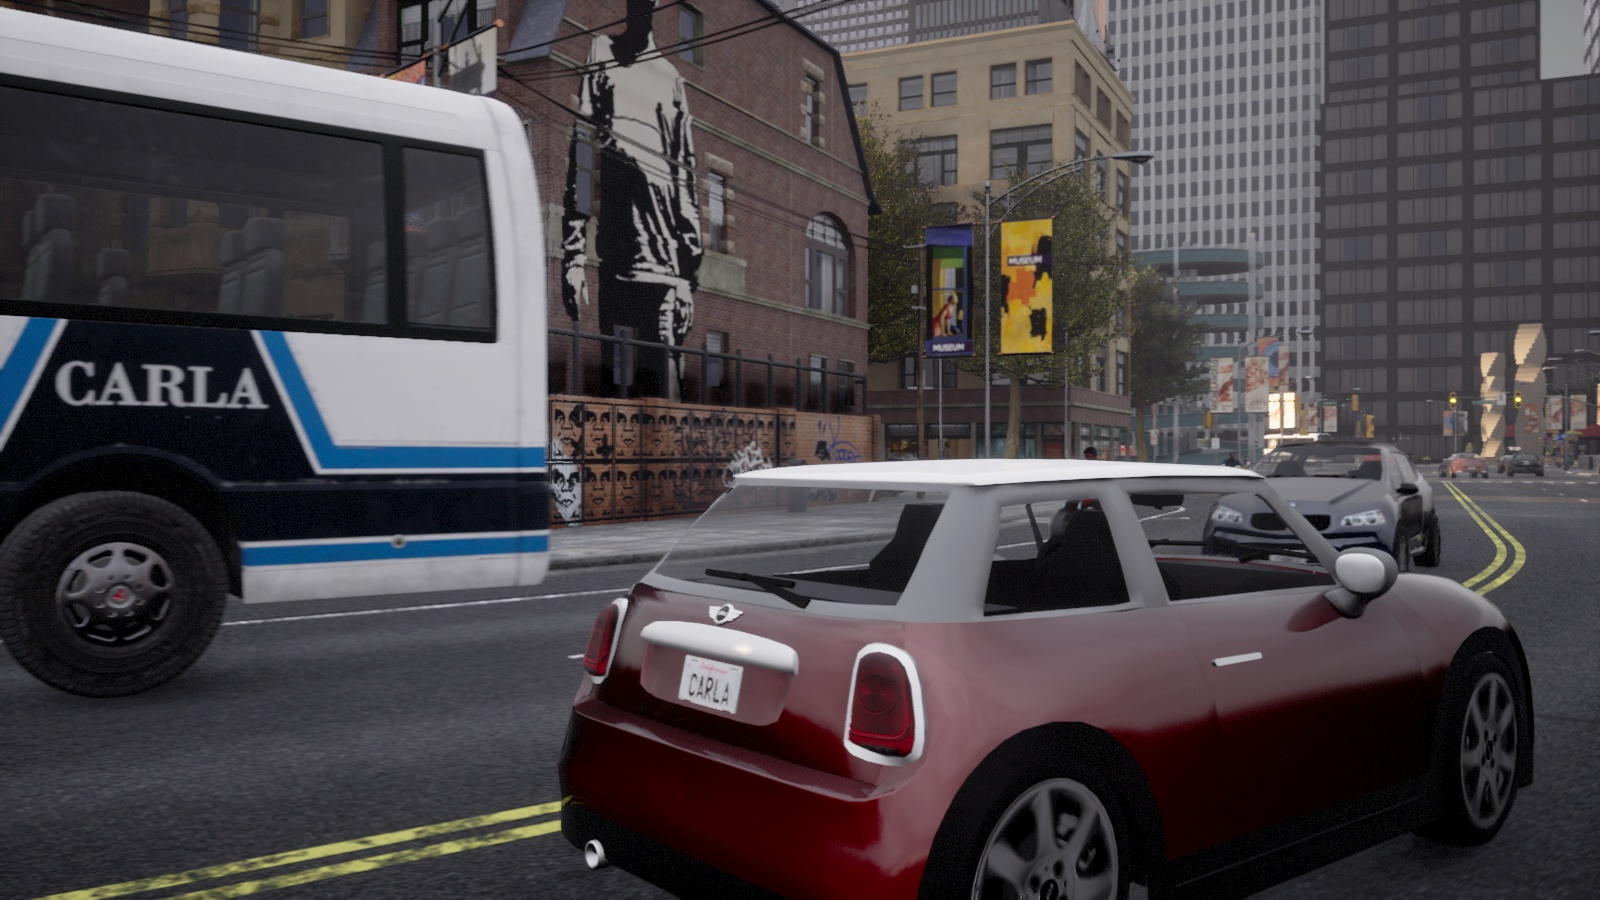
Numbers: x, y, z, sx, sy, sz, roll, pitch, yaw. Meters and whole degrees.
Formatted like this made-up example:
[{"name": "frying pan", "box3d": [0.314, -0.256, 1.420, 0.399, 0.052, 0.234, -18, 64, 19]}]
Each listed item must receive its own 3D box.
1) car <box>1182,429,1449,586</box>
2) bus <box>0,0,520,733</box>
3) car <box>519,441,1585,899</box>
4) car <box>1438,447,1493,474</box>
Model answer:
[{"name": "car", "box3d": [6.668, 0.621, 15.913, 2.242, 1.667, 4.611, 0, 0, 34]}, {"name": "bus", "box3d": [-7.209, -0.592, 7.099, 10.273, 4.253, 3.944, 0, 0, -37]}, {"name": "car", "box3d": [1.134, 0.722, 4.744, 3.806, 1.475, 1.970, 0, 0, -39]}, {"name": "car", "box3d": [42.665, 0.659, 80.626, 2.152, 1.651, 5.027, 0, 0, 17]}]
